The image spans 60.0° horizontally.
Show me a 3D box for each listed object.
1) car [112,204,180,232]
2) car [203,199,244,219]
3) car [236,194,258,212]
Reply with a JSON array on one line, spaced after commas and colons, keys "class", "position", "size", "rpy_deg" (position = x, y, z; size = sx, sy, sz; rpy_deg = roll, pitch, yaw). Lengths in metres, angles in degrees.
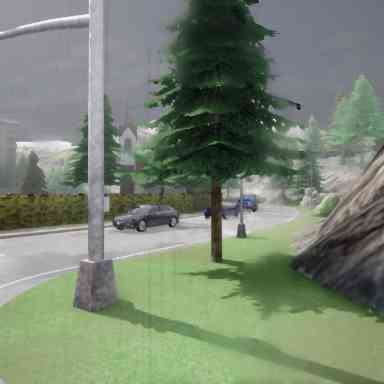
[{"class": "car", "position": [-2.684, 1.505, 20.357], "size": [1.837, 1.490, 4.892], "rpy_deg": [0, 0, 35]}, {"class": "car", "position": [2.693, 1.601, 29.146], "size": [1.895, 1.301, 4.718], "rpy_deg": [0, 0, 26]}, {"class": "car", "position": [6.490, 1.218, 38.819], "size": [2.150, 2.045, 5.566], "rpy_deg": [0, 0, 16]}]
